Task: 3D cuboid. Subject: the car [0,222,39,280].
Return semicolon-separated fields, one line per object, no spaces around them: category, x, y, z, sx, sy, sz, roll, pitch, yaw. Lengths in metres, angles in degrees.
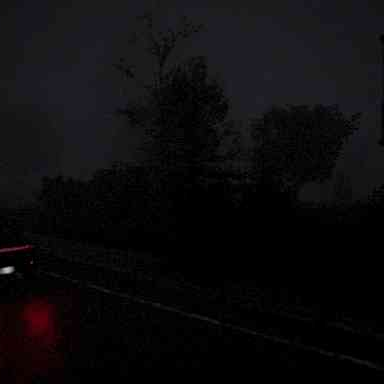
car;-5.899;1.496;8.821;4.902;1.511;2.128;0;0;40
